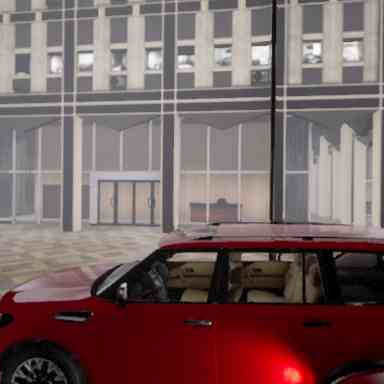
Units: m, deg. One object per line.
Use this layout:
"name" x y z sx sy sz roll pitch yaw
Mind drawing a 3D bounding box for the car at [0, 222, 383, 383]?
"car" 0.279 1.311 3.834 5.009 1.841 2.192 0 1 8

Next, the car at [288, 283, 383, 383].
"car" 3.017 1.527 1.599 4.674 1.442 1.812 0 0 9
